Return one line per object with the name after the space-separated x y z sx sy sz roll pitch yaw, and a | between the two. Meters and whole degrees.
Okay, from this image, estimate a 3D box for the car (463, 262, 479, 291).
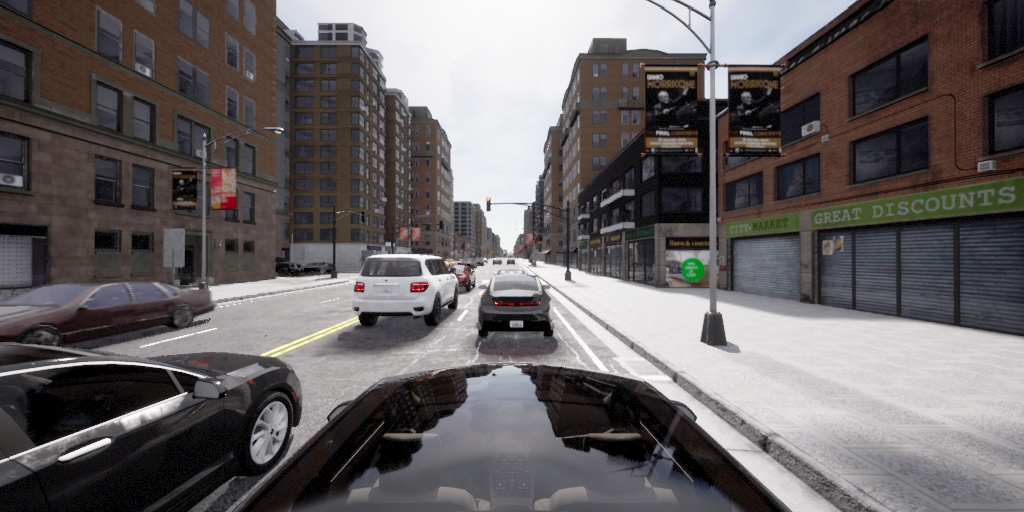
-3.264 1.277 21.530 1.812 1.442 4.674 0 0 0 | car

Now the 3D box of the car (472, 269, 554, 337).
0.079 1.255 10.324 1.837 1.490 4.892 0 0 0 | car

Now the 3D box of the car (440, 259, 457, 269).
-9.993 1.246 56.845 1.882 1.535 5.008 0 0 0 | car

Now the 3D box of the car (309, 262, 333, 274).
-22.257 1.343 40.648 4.313 1.339 1.948 0 0 0 | car

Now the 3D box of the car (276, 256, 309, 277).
-23.581 0.971 35.170 5.566 2.045 2.150 0 0 0 | car

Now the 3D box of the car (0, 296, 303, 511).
-3.154 1.255 1.877 1.837 1.490 4.892 0 0 0 | car

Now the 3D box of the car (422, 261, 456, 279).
-6.689 1.246 33.439 2.128 1.511 4.902 0 0 0 | car

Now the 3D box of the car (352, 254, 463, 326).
-3.181 0.972 11.830 2.150 2.045 5.566 0 0 1 | car

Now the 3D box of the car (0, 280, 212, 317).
-9.872 1.297 8.479 2.033 1.411 5.357 0 0 0 | car

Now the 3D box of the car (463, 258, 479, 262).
-6.740 1.120 55.713 2.097 1.767 4.553 0 0 0 | car
